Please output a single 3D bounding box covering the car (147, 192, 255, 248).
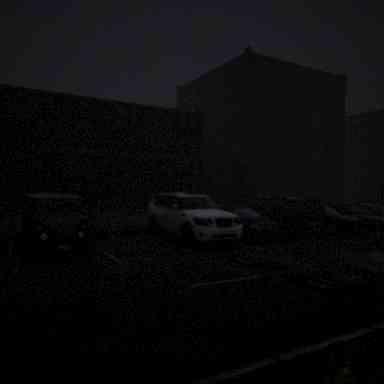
[{"bbox_3d":[-0.136,1.061,14.569,2.435,2.045,5.566,1,1,-30],"label":"car"}]

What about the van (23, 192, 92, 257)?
[{"bbox_3d":[-4.870,1.015,11.746,1.878,1.987,4.442,1,1,-30],"label":"van"}]

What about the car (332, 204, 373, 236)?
[{"bbox_3d":[7.011,1.450,18.723,2.097,1.535,5.008,1,1,-30],"label":"car"}]

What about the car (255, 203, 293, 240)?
[{"bbox_3d":[2.234,1.395,15.974,2.002,1.452,4.674,1,1,-30],"label":"car"}]

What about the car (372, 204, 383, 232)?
[{"bbox_3d":[9.416,1.533,20.066,2.163,1.488,4.792,1,0,-30],"label":"car"}]

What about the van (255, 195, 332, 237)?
[{"bbox_3d":[4.678,1.174,17.503,1.878,1.987,4.442,1,1,-30],"label":"van"}]
